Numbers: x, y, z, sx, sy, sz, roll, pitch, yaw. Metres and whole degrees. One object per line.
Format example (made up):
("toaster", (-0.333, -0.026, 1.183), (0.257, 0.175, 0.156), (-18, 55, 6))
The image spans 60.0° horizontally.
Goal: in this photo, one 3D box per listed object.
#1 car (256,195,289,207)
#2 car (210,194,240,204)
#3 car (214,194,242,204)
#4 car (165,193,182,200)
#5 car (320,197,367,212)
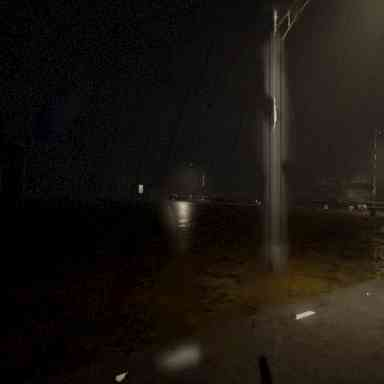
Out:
("car", (10.653, 1.177, 44.268), (1.837, 1.490, 4.892), (2, 0, -35))
("car", (4.891, 1.174, 52.417), (1.895, 1.301, 4.718), (2, -1, -35))
("car", (6.083, 1.127, 57.125), (1.882, 1.535, 5.008), (2, -1, -35))
("car", (-4.034, 1.029, 71.256), (1.837, 1.490, 4.892), (2, -1, -35))
("car", (16.400, 1.292, 36.148), (1.837, 1.490, 4.892), (2, 0, -35))
